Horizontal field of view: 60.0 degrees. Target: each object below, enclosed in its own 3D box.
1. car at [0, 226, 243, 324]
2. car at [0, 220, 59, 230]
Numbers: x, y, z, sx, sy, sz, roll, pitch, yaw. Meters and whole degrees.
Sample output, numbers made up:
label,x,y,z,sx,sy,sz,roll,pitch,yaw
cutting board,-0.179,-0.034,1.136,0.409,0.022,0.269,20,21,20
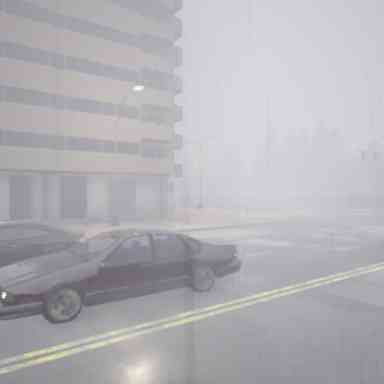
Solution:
label,x,y,z,sx,sy,sz,roll,pitch,yaw
car,-1.327,1.543,7.327,5.357,1.411,2.033,0,0,-35
car,-5.149,1.523,8.909,4.674,1.442,1.812,0,0,-35
